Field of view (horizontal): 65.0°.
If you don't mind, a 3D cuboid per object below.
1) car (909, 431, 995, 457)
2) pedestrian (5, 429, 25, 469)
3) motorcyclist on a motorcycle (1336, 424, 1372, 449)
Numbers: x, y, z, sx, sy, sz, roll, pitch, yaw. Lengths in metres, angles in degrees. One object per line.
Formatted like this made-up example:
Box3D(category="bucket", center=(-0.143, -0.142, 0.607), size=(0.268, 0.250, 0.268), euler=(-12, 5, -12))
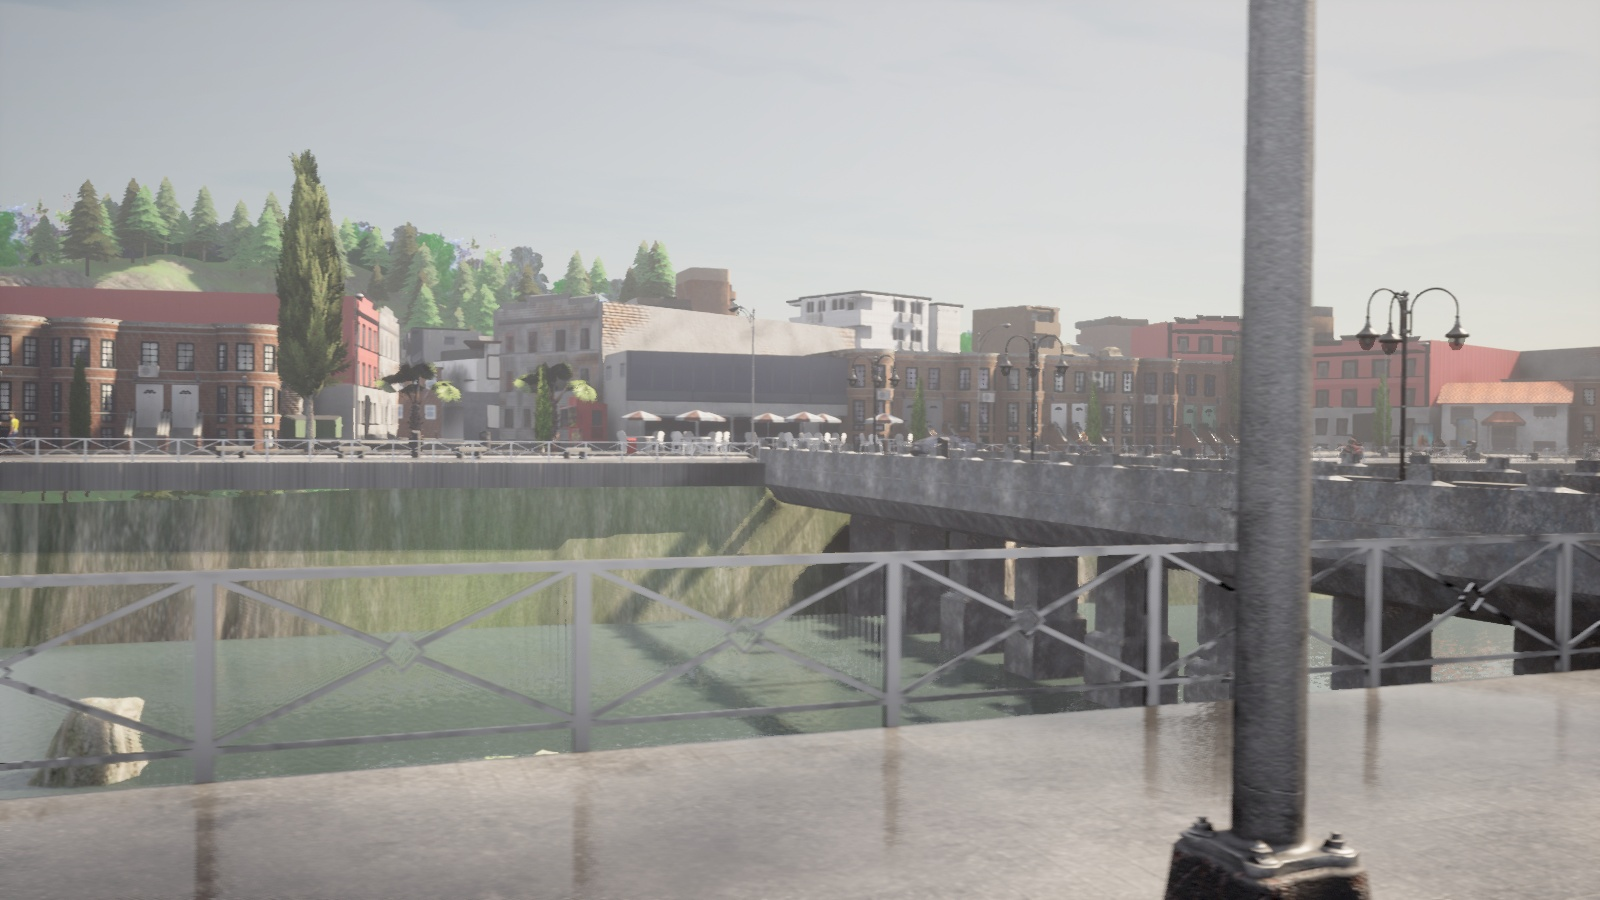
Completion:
Box3D(category="car", center=(8.298, -0.344, 68.620), size=(4.181, 1.385, 1.994), euler=(-1, 1, -21))
Box3D(category="pedestrian", center=(-36.823, -0.053, 58.917), size=(0.706, 1.836, 0.354), euler=(-1, 1, -6))
Box3D(category="motorcyclist on a motorcycle", center=(34.695, -0.875, 78.650), size=(2.044, 1.523, 0.797), euler=(-1, 1, -21))
